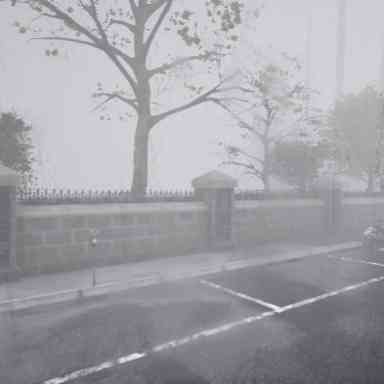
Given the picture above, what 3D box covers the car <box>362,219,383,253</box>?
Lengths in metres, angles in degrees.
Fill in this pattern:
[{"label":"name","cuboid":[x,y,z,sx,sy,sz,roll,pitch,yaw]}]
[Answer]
[{"label":"car","cuboid":[8.105,1.403,12.338,4.097,1.590,1.967,0,0,-35]}]
